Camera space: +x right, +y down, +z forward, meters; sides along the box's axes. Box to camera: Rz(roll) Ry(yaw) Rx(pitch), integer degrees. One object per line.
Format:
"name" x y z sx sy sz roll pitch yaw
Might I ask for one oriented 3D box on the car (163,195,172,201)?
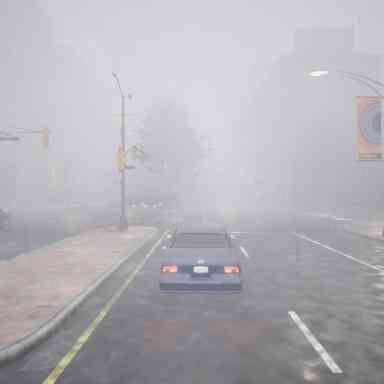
"car" -6.387 1.478 86.642 1.882 1.535 5.008 0 0 1

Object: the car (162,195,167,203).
"car" -6.788 1.352 66.775 2.097 1.767 4.553 0 0 1

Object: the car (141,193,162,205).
"car" -7.006 1.352 58.003 2.097 1.767 4.553 0 0 1

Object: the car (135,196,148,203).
"car" -10.244 1.505 68.056 1.837 1.490 4.892 0 0 1

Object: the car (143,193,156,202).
"car" -10.036 1.225 78.741 2.150 2.045 5.566 0 0 1

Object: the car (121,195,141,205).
"car" -10.506 1.352 57.881 2.097 1.767 4.553 0 0 1

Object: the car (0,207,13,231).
"car" -11.387 1.491 17.685 2.128 1.511 4.902 0 0 -5

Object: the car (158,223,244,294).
"car" 0.231 1.547 8.949 2.033 1.411 5.357 0 0 1

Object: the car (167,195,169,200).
"car" -6.577 1.525 76.548 2.128 1.511 4.902 0 0 1

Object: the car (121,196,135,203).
"car" -13.453 1.595 69.845 1.895 1.301 4.718 0 0 1
